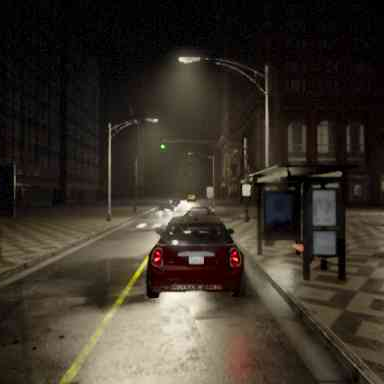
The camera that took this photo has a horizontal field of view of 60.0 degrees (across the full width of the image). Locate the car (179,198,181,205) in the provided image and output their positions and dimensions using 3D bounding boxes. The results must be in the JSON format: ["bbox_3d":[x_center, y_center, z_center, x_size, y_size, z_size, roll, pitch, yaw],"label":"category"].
[{"bbox_3d":[-3.198,1.641,53.122,2.128,1.511,4.902,0,0,0],"label":"car"}]

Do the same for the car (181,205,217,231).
[{"bbox_3d":[0.554,1.646,21.969,1.994,1.385,4.181,0,0,6],"label":"car"}]

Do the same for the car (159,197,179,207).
[{"bbox_3d":[-3.185,1.679,43.177,2.033,1.411,5.357,0,0,0],"label":"car"}]

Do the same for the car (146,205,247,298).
[{"bbox_3d":[0.082,1.389,8.765,2.097,1.767,4.553,0,0,0],"label":"car"}]

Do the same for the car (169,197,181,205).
[{"bbox_3d":[-3.174,1.655,63.477,2.128,1.511,4.902,0,0,0],"label":"car"}]

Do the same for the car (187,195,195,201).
[{"bbox_3d":[-0.167,1.491,83.171,1.882,1.535,5.008,0,0,0],"label":"car"}]

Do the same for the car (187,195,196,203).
[{"bbox_3d":[-0.147,1.762,73.195,1.895,1.301,4.718,0,0,0],"label":"car"}]
